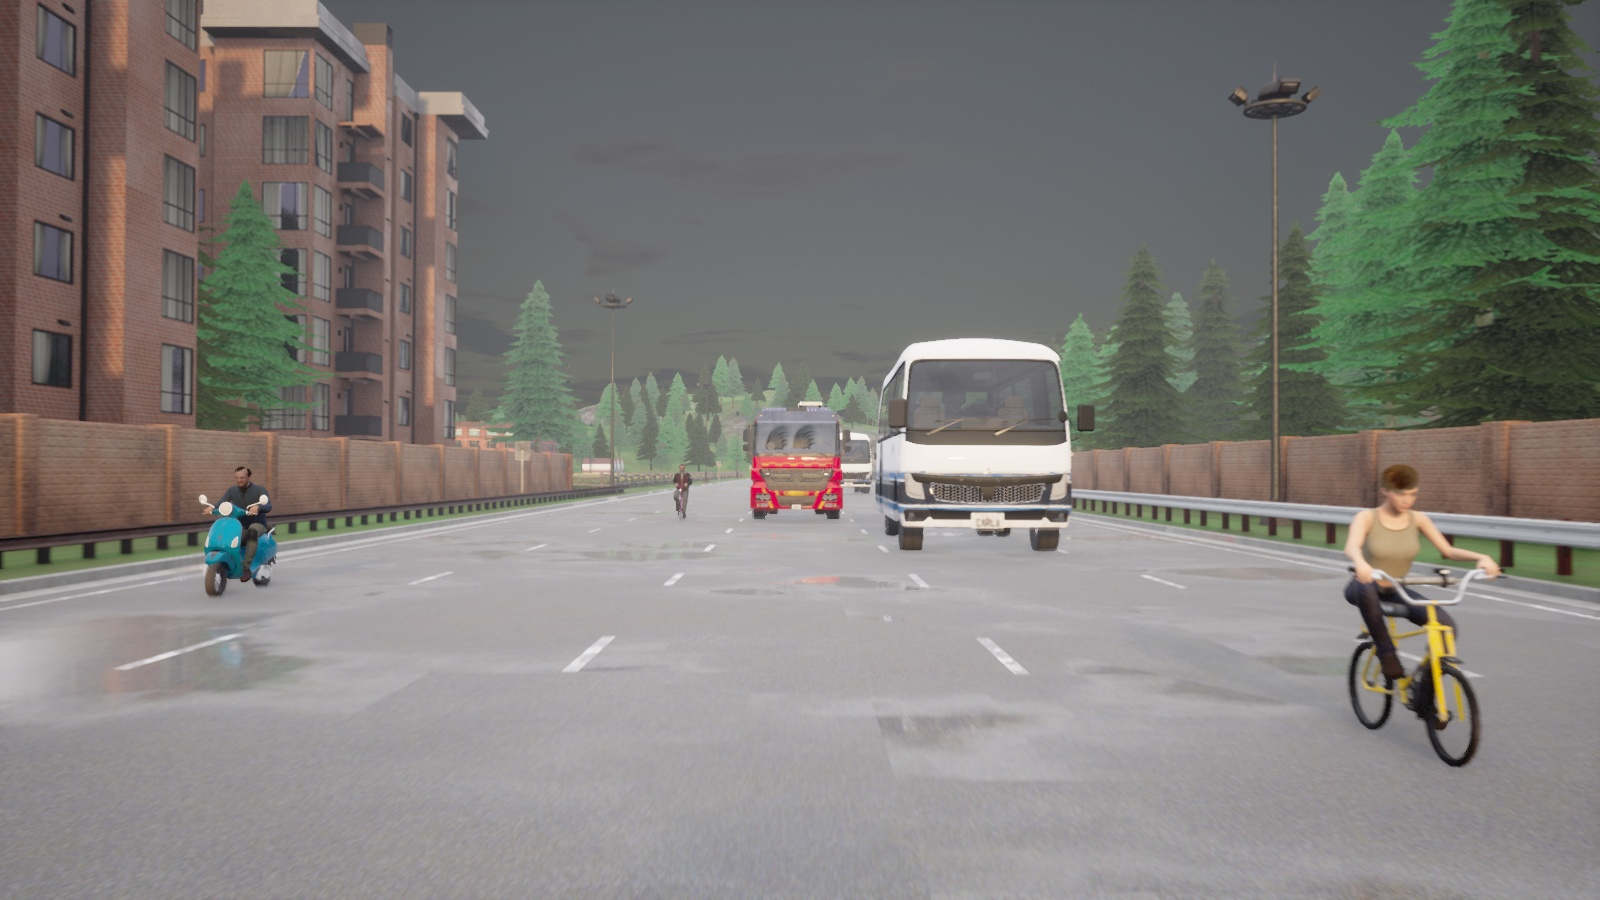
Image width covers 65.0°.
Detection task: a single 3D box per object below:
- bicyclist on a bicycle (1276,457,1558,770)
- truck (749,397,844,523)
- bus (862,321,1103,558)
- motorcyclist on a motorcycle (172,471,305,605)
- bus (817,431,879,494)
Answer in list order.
[{"bbox_3d":[3.482,0.859,7.257,0.866,1.612,1.509,0,-1,0],"label":"bicyclist on a bicycle"},{"bbox_3d":[-0.108,0.362,42.548,2.891,3.827,8.468,0,-1,0],"label":"truck"},{"bbox_3d":[3.533,-0.112,27.736,3.944,4.253,10.273,0,-1,1],"label":"bus"},{"bbox_3d":[-7.039,1.061,15.850,0.866,1.590,1.817,0,-1,0],"label":"motorcyclist on a motorcycle"},{"bbox_3d":[3.278,0.918,89.310,3.944,4.253,10.273,0,-1,0],"label":"bus"}]
